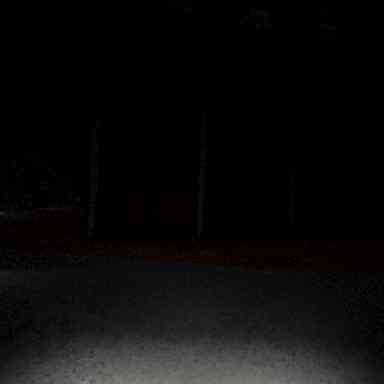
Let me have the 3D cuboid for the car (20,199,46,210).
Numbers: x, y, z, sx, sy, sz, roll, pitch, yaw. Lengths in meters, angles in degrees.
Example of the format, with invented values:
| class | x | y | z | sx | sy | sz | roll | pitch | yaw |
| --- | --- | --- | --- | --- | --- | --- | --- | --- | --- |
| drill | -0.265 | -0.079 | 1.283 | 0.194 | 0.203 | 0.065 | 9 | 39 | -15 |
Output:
| class | x | y | z | sx | sy | sz | roll | pitch | yaw |
| --- | --- | --- | --- | --- | --- | --- | --- | --- | --- |
| car | -24.972 | 1.893 | 52.481 | 2.097 | 1.767 | 4.553 | 2 | -2 | 6 |

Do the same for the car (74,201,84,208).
| class | x | y | z | sx | sy | sz | roll | pitch | yaw |
| --- | --- | --- | --- | --- | --- | --- | --- | --- | --- |
| car | -22.655 | 2.524 | 67.590 | 2.033 | 1.411 | 5.357 | 3 | -2 | -30 |
